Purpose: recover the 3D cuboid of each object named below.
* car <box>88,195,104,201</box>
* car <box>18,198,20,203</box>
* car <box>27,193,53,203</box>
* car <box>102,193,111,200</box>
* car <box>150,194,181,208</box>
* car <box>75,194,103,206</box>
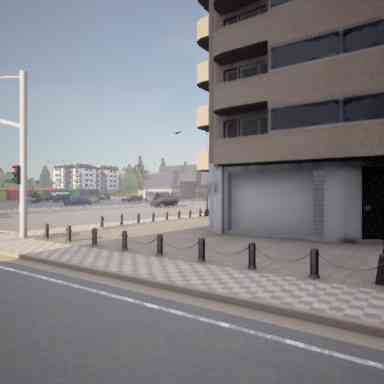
[{"bbox_3d":[-25.179,1.450,87.234,1.970,1.475,3.806,0,0,35],"label":"car"},{"bbox_3d":[-35.228,1.418,72.947,1.784,1.438,3.905,0,0,35],"label":"car"},{"bbox_3d":[-32.898,1.207,71.226,1.932,1.855,4.605,0,0,35],"label":"car"},{"bbox_3d":[-22.819,1.211,85.557,1.905,1.878,3.866,0,0,35],"label":"car"},{"bbox_3d":[-4.020,1.467,48.643,1.882,1.535,5.008,0,0,35],"label":"car"},{"bbox_3d":[-19.036,1.449,61.563,1.970,1.475,3.806,0,0,35],"label":"car"}]
